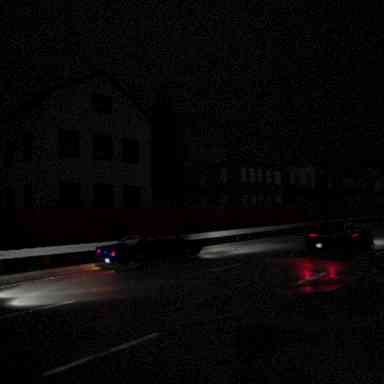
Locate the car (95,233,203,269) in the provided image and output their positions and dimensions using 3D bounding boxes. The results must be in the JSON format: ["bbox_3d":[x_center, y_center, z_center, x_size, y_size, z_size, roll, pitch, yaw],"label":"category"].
[{"bbox_3d":[-1.736,2.505,14.909,4.718,1.301,1.895,1,-4,-41],"label":"car"}]

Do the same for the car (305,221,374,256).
[{"bbox_3d":[7.343,2.200,16.451,4.902,1.511,2.128,1,-4,-45],"label":"car"}]
